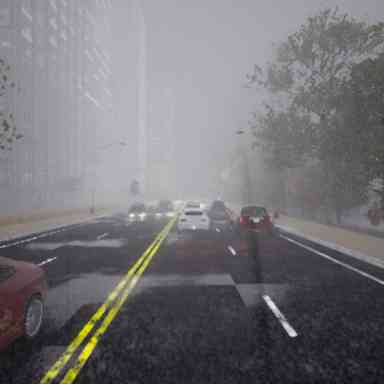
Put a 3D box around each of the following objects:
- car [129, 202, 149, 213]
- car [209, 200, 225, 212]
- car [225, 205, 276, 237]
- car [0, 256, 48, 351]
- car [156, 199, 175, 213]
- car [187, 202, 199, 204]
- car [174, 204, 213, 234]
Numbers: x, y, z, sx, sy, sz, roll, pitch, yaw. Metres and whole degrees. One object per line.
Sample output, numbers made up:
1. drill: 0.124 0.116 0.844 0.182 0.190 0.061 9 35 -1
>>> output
1. car: -6.585 1.890 41.461 1.994 1.385 4.181 0 -1 0
2. car: 3.340 1.851 43.869 1.837 1.490 4.892 0 0 0
3. car: 3.328 1.499 19.275 2.097 1.767 4.553 0 -1 0
4. car: -3.343 1.556 3.883 1.812 1.442 4.674 0 0 0
5. car: -3.333 1.679 41.759 2.097 1.767 4.553 0 0 0
6. car: 0.092 1.938 42.960 1.895 1.301 4.718 0 0 0
7. car: 0.096 1.680 20.071 1.812 1.442 4.674 0 0 0
